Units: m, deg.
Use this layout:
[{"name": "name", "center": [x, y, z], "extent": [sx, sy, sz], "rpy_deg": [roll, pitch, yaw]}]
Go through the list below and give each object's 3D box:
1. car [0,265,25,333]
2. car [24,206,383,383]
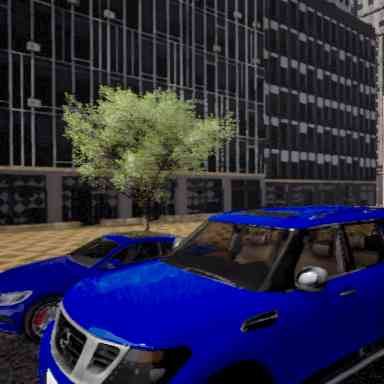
[{"name": "car", "center": [-1.353, 1.540, 6.595], "extent": [4.674, 1.442, 1.812], "rpy_deg": [1, 0, -35]}, {"name": "car", "center": [1.101, 1.240, 4.346], "extent": [5.566, 2.045, 2.150], "rpy_deg": [0, 0, -35]}]
